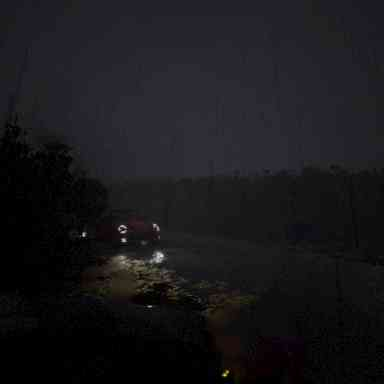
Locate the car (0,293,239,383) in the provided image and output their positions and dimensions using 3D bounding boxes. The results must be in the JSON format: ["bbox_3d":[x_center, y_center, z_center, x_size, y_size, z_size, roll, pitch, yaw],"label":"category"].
[{"bbox_3d":[-1.759,1.536,2.108,4.674,1.442,1.812,1,-1,-35],"label":"car"}]

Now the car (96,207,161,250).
[{"bbox_3d":[-3.283,1.556,15.648,2.097,1.767,4.553,1,-1,-35],"label":"car"}]
